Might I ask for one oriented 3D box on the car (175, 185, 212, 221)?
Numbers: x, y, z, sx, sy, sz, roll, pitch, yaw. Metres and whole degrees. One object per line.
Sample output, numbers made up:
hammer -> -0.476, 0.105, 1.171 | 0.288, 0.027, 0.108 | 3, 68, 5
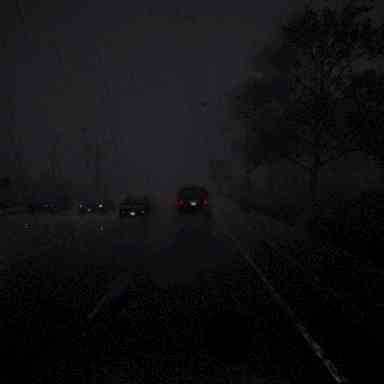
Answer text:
car -> 0.091, 0.690, 21.511 | 2.150, 2.045, 5.566 | 0, 2, 0

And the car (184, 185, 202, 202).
car -> 0.083, 0.103, 41.915 | 2.150, 2.045, 5.566 | 0, 1, 0

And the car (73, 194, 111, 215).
car -> -7.109, 0.886, 25.273 | 1.812, 1.442, 4.674 | 0, 2, 0

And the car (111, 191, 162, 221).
car -> -3.410, 0.960, 21.522 | 2.128, 1.511, 4.902 | 0, 2, 0

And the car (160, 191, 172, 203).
car -> -3.413, 0.531, 38.403 | 2.033, 1.411, 5.357 | 0, 2, 0

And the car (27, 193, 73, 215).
car -> -10.609, 0.838, 25.263 | 1.882, 1.535, 5.008 | 0, 2, 0
